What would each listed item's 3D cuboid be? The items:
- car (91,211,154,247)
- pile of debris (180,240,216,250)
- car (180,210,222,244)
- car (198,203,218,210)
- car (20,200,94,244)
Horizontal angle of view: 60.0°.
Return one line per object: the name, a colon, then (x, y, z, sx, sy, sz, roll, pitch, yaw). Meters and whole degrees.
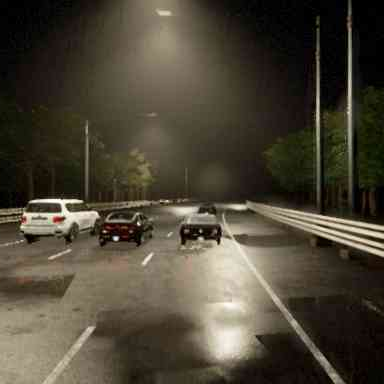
car: (-3.029, 1.677, 16.082, 1.837, 1.490, 4.892, 0, -1, 2)
pile of debris: (0.277, 2.334, 14.659, 1.500, 0.140, 1.860, 0, -1, 2)
car: (0.479, 1.779, 16.752, 1.895, 1.301, 4.718, 0, -1, 2)
car: (1.646, 1.874, 34.469, 1.837, 1.490, 4.892, 0, -1, 5)
car: (-6.501, 1.402, 17.090, 2.150, 2.045, 5.566, 0, -1, 2)
